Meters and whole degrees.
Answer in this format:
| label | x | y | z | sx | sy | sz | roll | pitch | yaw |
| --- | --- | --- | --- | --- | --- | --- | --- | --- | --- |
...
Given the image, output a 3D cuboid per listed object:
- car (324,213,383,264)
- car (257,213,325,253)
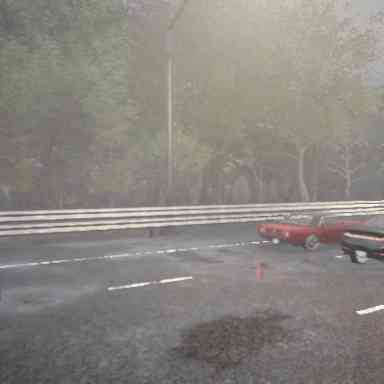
| label | x | y | z | sx | sy | sz | roll | pitch | yaw |
| --- | --- | --- | --- | --- | --- | --- | --- | --- | --- |
| car | 6.540 | 1.377 | 9.753 | 4.902 | 1.511 | 2.128 | 0 | 1 | -27 |
| car | 4.942 | 1.447 | 12.870 | 4.718 | 1.301 | 1.895 | 0 | 1 | -27 |
